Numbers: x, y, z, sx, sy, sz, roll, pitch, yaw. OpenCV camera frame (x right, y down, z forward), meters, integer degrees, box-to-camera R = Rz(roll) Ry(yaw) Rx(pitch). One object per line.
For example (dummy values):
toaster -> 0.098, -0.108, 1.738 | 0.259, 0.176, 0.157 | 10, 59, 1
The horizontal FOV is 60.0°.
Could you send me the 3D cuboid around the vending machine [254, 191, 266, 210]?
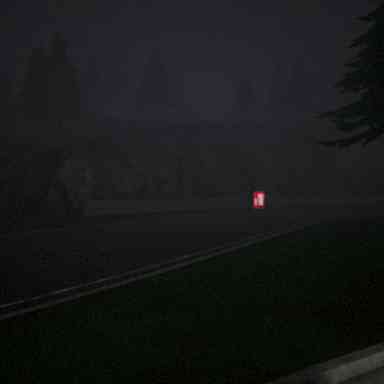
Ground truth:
vending machine -> 7.668, 0.919, 37.310 | 0.880, 2.100, 1.100 | 0, 0, -18
